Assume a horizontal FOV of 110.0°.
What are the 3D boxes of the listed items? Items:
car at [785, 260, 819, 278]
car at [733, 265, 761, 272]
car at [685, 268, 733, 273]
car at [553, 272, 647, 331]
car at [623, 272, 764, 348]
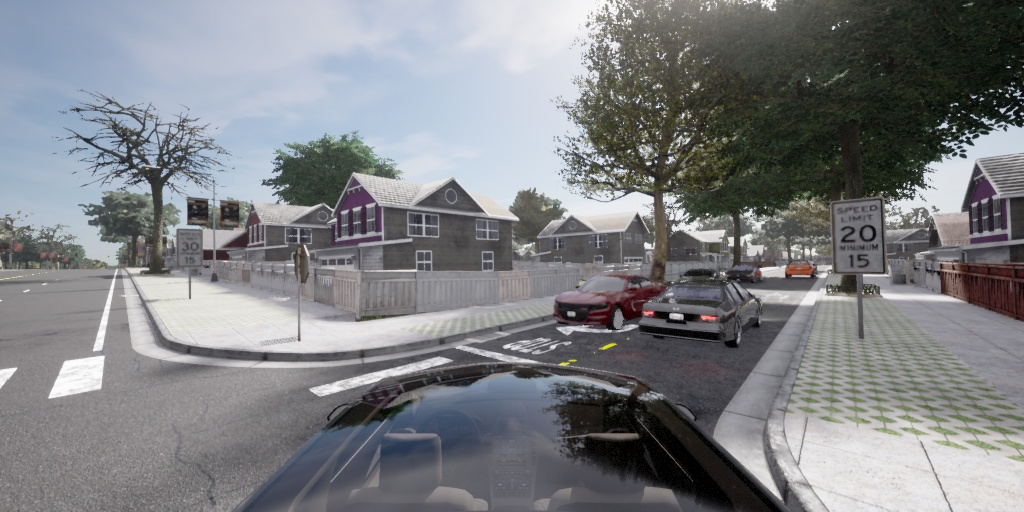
[{"bbox_3d":[27.280,1.134,33.885,2.097,1.767,4.553,-2,-2,42],"label":"car"},{"bbox_3d":[18.420,1.386,28.362,2.033,1.411,5.357,-2,-1,42],"label":"car"},{"bbox_3d":[10.133,1.361,19.175,1.812,1.442,4.674,-2,-1,42],"label":"car"},{"bbox_3d":[3.288,1.311,11.583,1.882,1.535,5.008,-2,-2,42],"label":"car"},{"bbox_3d":[5.090,1.301,9.304,2.033,1.411,5.357,-2,-1,42],"label":"car"}]
